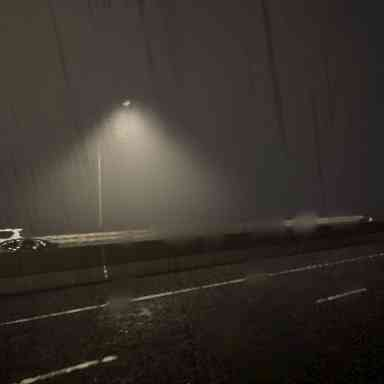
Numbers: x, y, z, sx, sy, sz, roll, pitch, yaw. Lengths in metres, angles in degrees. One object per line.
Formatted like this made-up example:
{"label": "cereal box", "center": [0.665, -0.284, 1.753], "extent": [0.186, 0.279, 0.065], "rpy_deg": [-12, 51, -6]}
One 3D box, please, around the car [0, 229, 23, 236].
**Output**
{"label": "car", "center": [-13.398, 3.428, 20.775], "extent": [5.566, 2.045, 2.150], "rpy_deg": [0, -5, -32]}

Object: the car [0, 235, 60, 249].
{"label": "car", "center": [-9.988, 3.403, 18.775], "extent": [4.892, 1.490, 1.837], "rpy_deg": [0, -5, -32]}

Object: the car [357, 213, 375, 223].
{"label": "car", "center": [23.758, 3.550, 43.650], "extent": [4.553, 1.767, 2.097], "rpy_deg": [0, -5, -31]}

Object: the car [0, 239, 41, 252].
{"label": "car", "center": [-9.874, 3.138, 14.720], "extent": [5.357, 1.411, 2.033], "rpy_deg": [0, -5, -32]}

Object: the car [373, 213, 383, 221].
{"label": "car", "center": [24.720, 3.438, 40.160], "extent": [5.357, 1.411, 2.033], "rpy_deg": [0, -5, -31]}
